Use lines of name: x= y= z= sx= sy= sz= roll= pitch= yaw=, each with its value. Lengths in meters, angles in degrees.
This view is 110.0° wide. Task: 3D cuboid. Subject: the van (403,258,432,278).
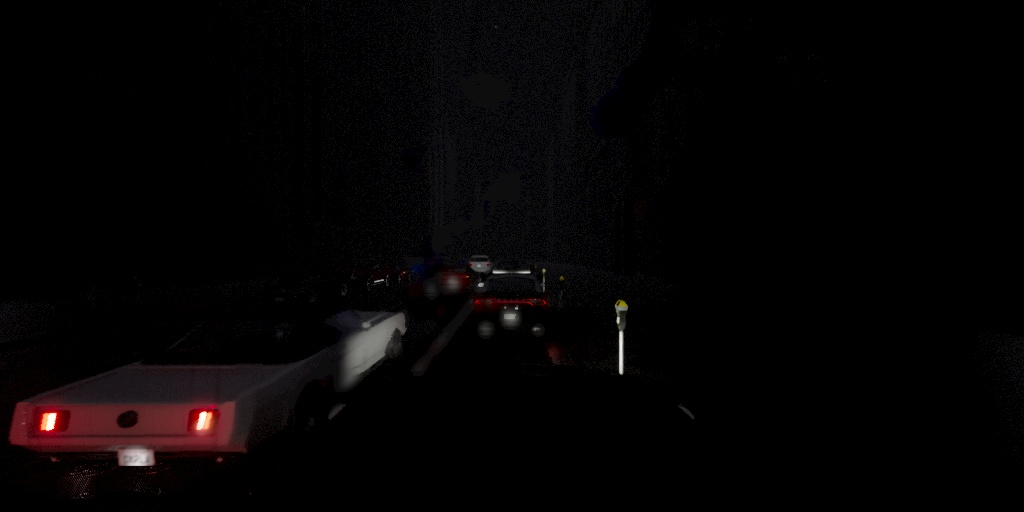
van: x=-8.908 y=1.090 z=32.830 sx=1.690 sy=1.789 sz=3.998 roll=0 pitch=0 yaw=0

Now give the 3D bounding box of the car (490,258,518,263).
car: x=-0.383 y=1.189 z=27.203 sx=1.967 sy=1.591 sz=4.097 roll=0 pitch=0 yaw=0

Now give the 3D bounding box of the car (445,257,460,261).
car: x=-8.908 y=1.188 z=49.741 sx=1.967 sy=1.591 sz=4.097 roll=0 pitch=0 yaw=0

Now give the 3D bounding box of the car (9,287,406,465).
car: x=-3.049 y=1.350 z=5.142 sx=1.895 sy=1.301 sz=4.718 roll=0 pitch=0 yaw=0

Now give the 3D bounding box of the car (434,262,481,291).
car: x=-3.145 y=1.275 z=21.584 sx=1.812 sy=1.442 sz=4.674 roll=0 pitch=0 yaw=0

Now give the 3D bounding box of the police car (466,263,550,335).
police car: x=-0.012 y=1.174 z=10.610 sx=1.930 sy=1.638 sz=5.238 roll=0 pitch=0 yaw=0

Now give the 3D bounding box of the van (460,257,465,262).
van: x=-8.908 y=1.090 z=61.014 sx=1.690 sy=1.789 sz=3.998 roll=0 pitch=0 yaw=0

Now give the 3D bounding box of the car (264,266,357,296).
car: x=-8.908 y=1.315 z=15.920 sx=1.948 sy=1.339 sz=4.313 roll=0 pitch=0 yaw=0

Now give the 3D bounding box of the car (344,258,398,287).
car: x=-8.908 y=1.064 z=21.556 sx=2.192 sy=1.841 sz=5.009 roll=0 pitch=0 yaw=0

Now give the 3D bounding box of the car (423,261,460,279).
car: x=-6.242 y=1.350 z=32.278 sx=1.895 sy=1.301 sz=4.718 roll=0 pitch=0 yaw=0

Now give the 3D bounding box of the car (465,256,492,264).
car: x=-3.048 y=0.970 z=35.900 sx=2.150 sy=2.045 sz=5.566 roll=0 pitch=0 yaw=0

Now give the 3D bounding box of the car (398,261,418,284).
car: x=-8.908 y=1.294 z=27.194 sx=1.888 sy=1.381 sz=4.507 roll=0 pitch=0 yaw=0
